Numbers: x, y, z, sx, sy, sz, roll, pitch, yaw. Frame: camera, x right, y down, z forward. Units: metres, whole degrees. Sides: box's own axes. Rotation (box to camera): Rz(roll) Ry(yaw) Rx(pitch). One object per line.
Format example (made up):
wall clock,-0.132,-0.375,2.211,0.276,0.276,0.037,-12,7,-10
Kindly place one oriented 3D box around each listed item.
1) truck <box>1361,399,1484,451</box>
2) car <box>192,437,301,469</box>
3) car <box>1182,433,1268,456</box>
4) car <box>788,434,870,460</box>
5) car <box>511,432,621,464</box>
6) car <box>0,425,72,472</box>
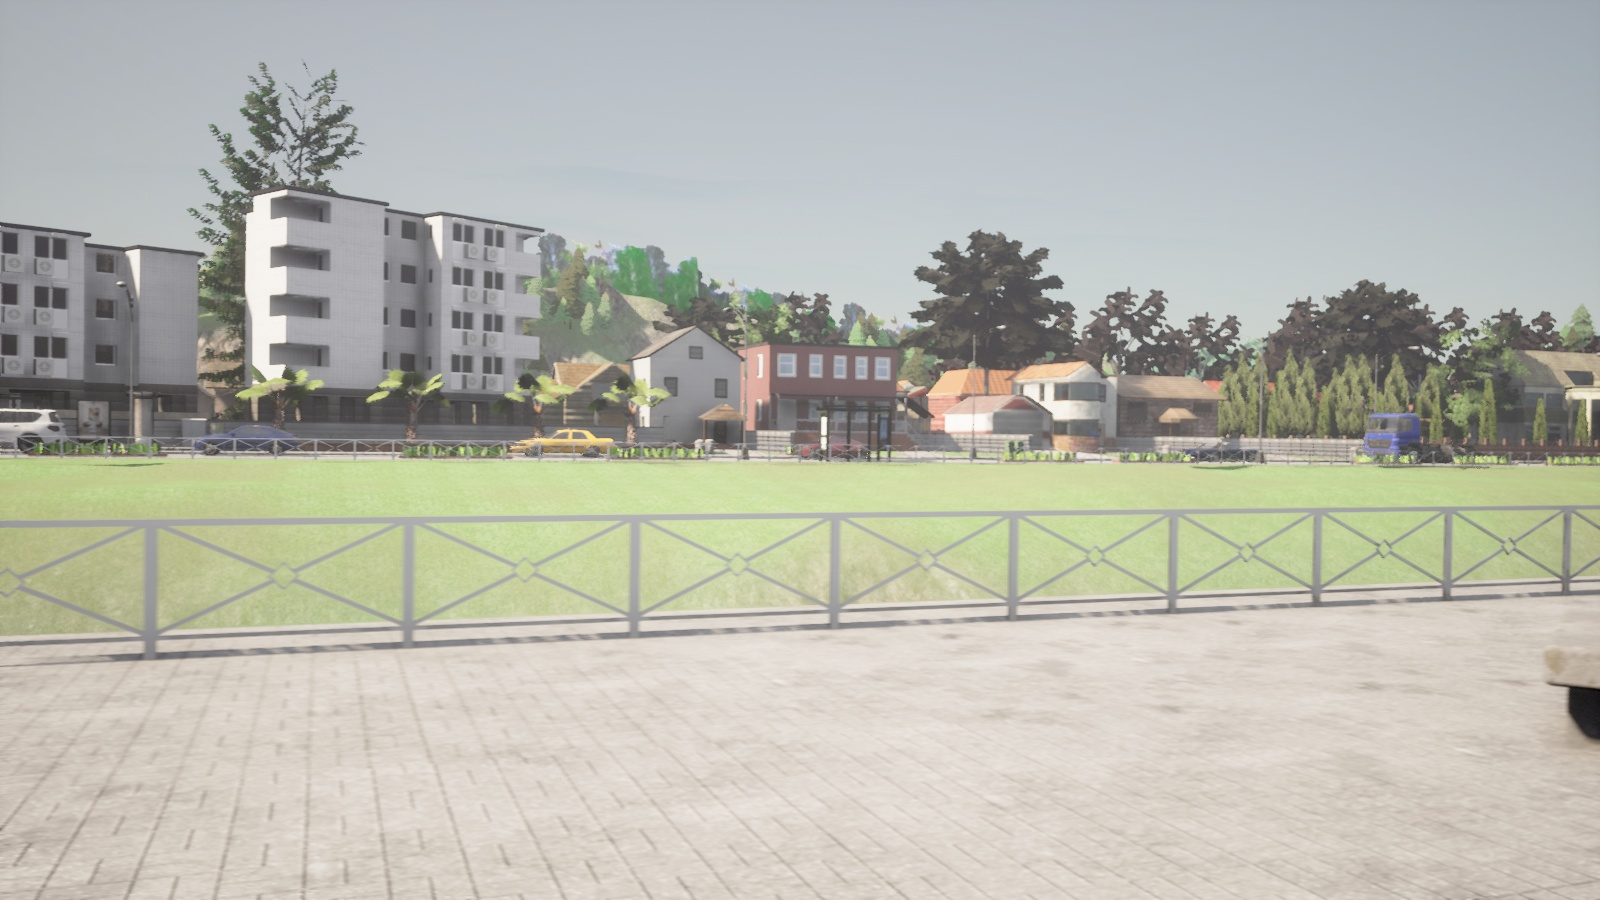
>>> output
truck,42.585,-1.707,85.935,7.936,3.462,2.891,-1,1,-21
car,-26.281,0.123,59.808,4.674,1.442,1.812,-1,1,-21
car,25.435,-0.357,75.160,4.718,1.301,1.895,-1,1,-21
car,1.627,-0.172,70.401,4.181,1.385,1.994,-1,1,-21
car,-12.138,-0.133,65.175,5.366,1.575,1.801,-1,1,-21
car,-35.919,-0.069,56.148,5.566,2.045,2.150,-1,1,-21
